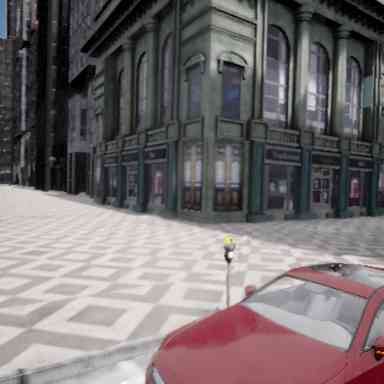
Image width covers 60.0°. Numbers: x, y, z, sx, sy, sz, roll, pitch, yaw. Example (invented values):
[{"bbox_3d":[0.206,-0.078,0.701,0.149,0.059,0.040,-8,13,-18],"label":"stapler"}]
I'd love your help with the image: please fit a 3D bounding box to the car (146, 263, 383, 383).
[{"bbox_3d":[1.564,1.531,3.665,4.206,1.307,1.802,1,1,-33],"label":"car"}]
